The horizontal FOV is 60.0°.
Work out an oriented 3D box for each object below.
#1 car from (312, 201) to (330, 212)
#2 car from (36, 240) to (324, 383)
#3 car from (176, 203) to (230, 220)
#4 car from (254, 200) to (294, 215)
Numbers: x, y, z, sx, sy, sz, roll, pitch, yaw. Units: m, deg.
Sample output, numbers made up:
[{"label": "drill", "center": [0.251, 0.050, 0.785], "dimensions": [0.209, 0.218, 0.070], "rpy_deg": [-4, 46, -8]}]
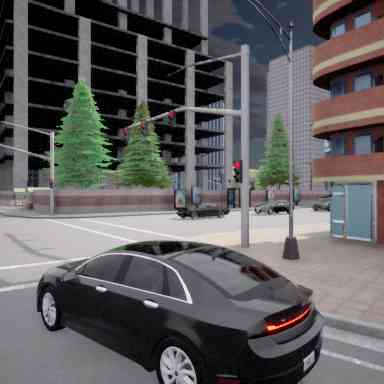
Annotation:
[{"label": "car", "center": [16.663, 1.407, 40.295], "dimensions": [4.553, 1.767, 2.097], "rpy_deg": [0, 0, -35]}, {"label": "car", "center": [-0.602, 1.505, 5.065], "dimensions": [4.892, 1.490, 1.837], "rpy_deg": [0, 0, 41]}, {"label": "car", "center": [0.973, 1.656, 29.125], "dimensions": [4.718, 1.301, 1.895], "rpy_deg": [0, 0, -36]}, {"label": "car", "center": [8.566, 1.547, 34.543], "dimensions": [4.902, 1.511, 2.128], "rpy_deg": [0, 0, -35]}]
